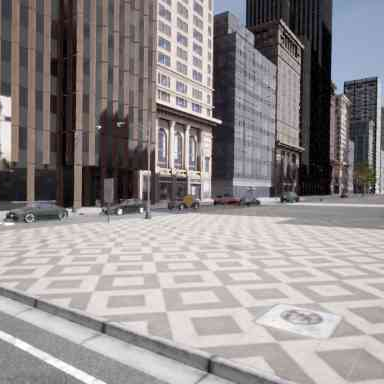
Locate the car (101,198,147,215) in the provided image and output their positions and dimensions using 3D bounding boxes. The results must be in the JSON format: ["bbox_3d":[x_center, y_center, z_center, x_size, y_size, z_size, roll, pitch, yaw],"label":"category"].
[{"bbox_3d":[-6.449,1.377,31.996,1.837,1.490,4.892,1,1,35],"label":"car"}]

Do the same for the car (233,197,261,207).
[{"bbox_3d":[8.118,1.370,47.051,1.812,1.442,4.674,1,1,35],"label":"car"}]

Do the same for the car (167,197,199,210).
[{"bbox_3d":[-1.002,1.340,39.689,1.837,1.490,4.892,1,1,35],"label":"car"}]

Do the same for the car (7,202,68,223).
[{"bbox_3d":[-11.460,1.470,24.919,1.994,1.385,4.181,1,1,35],"label":"car"}]

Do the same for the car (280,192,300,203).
[{"bbox_3d":[17.929,0.992,60.891,2.150,2.045,5.566,1,1,34],"label":"car"}]

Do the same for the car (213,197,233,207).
[{"bbox_3d":[4.955,1.395,48.044,1.895,1.301,4.718,1,1,36],"label":"car"}]

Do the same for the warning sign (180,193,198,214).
[{"bbox_3d":[-0.256,1.077,30.676,1.300,1.860,1.060,1,1,35],"label":"warning sign"}]
